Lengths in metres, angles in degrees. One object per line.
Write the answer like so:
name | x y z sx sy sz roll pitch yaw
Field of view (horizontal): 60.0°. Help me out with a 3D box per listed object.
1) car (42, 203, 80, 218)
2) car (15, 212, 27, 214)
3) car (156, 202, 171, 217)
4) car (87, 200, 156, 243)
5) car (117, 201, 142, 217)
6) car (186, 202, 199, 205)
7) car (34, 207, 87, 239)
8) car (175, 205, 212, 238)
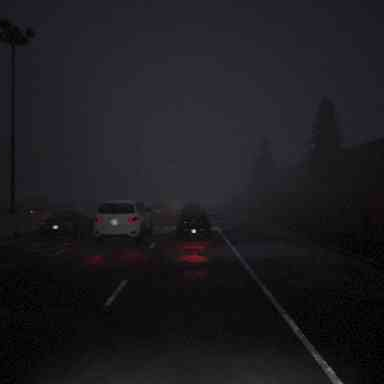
car | -14.099 1.940 36.121 2.033 1.411 5.357 0 -1 0
car | -17.594 1.625 37.148 2.150 2.045 5.566 0 -1 0
car | -3.407 1.882 37.173 1.882 1.535 5.008 0 0 0
car | -3.403 1.412 17.280 2.150 2.045 5.566 0 0 0
car | -6.906 1.882 37.180 1.882 1.535 5.008 0 0 0
car | 0.094 1.883 37.182 1.882 1.535 5.008 0 0 0
car | -6.903 1.769 18.818 1.994 1.385 4.181 0 -1 0
car | 0.097 1.714 19.048 1.837 1.490 4.892 0 0 0
